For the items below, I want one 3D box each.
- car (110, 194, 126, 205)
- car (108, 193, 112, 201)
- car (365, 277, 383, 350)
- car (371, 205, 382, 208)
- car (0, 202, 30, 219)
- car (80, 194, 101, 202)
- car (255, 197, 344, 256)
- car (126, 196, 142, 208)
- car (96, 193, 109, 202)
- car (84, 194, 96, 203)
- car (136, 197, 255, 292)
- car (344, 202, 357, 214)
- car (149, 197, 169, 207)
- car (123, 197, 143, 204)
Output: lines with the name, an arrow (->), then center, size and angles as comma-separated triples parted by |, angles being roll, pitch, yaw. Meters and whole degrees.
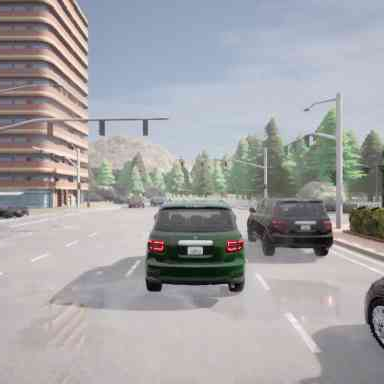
car -> -12.513, 1.502, 59.492 | 1.837, 1.490, 4.892 | 0, 1, -33
car -> -22.040, 1.225, 82.067 | 5.566, 2.045, 2.150 | 0, 0, 24
car -> 3.607, 1.505, 3.250 | 1.837, 1.490, 4.892 | 0, 0, 0
car -> 19.221, 1.655, 32.270 | 4.718, 1.301, 1.895 | 0, 0, 1
car -> -17.125, 1.603, 28.913 | 5.357, 1.411, 2.033 | 0, 0, 1
car -> -24.168, 1.355, 79.197 | 4.553, 1.767, 2.097 | 0, 0, 24
car -> 3.614, 1.221, 13.212 | 2.150, 2.045, 5.566 | 0, 0, 0
car -> -7.922, 1.352, 47.258 | 2.097, 1.767, 4.553 | 0, 0, -13
car -> -20.973, 1.552, 73.409 | 4.181, 1.385, 1.994 | 0, 0, 34
car -> -23.173, 1.595, 70.663 | 4.718, 1.301, 1.895 | 0, 0, 34
car -> 0.087, 1.221, 9.077 | 2.150, 2.045, 5.566 | 0, 0, 0
car -> 14.956, 1.603, 35.793 | 5.357, 1.411, 2.033 | 0, 0, 4
car -> -5.307, 1.547, 52.079 | 2.033, 1.411, 5.357 | 0, 0, -18
car -> -11.488, 1.601, 64.411 | 1.895, 1.301, 4.718 | 0, 0, -36
